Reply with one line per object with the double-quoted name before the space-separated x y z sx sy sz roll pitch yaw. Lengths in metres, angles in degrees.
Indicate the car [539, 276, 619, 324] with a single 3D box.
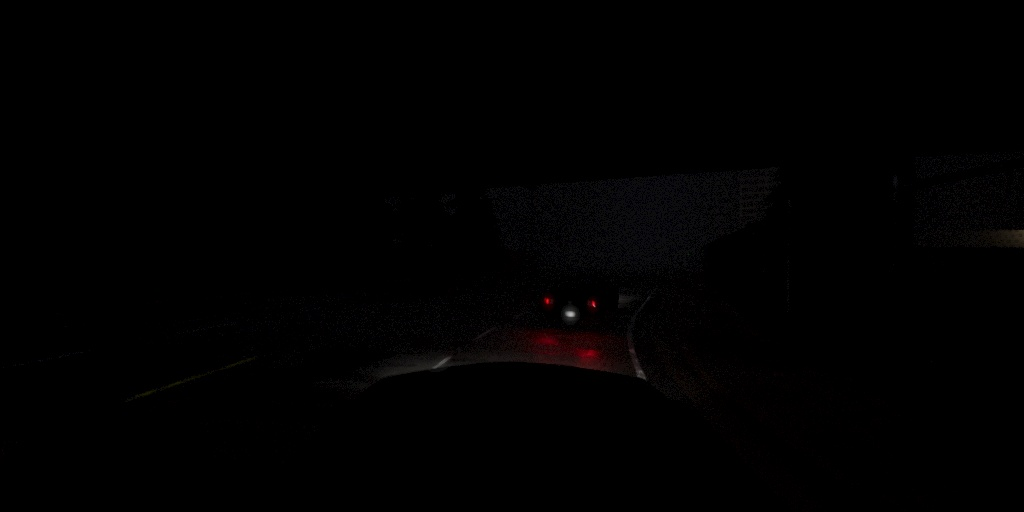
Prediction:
"car" 2.472 1.337 12.095 1.895 1.301 4.718 1 0 22
